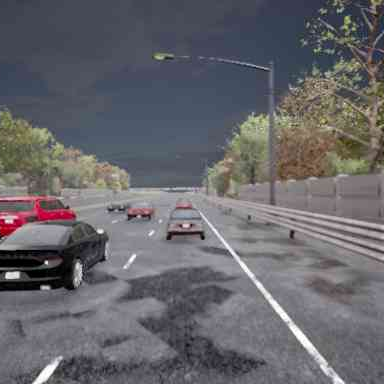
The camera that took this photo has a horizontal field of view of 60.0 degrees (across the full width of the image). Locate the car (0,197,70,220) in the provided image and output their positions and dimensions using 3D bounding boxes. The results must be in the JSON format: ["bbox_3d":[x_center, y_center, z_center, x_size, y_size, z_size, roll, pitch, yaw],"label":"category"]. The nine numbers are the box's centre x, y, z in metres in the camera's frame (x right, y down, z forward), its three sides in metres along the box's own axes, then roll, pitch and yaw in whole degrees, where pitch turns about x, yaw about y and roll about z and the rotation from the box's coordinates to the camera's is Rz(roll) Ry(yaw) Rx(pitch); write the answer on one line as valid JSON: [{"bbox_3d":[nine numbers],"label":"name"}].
[{"bbox_3d":[-7.290,1.246,15.862,2.150,2.045,5.566,-1,0,-2],"label":"car"}]

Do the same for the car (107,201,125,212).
[{"bbox_3d":[-7.831,1.589,36.370,1.895,1.301,4.718,-1,0,-2],"label":"car"}]

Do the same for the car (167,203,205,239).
[{"bbox_3d":[-0.321,1.501,17.002,2.033,1.411,5.357,-1,0,-1],"label":"car"}]

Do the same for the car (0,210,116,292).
[{"bbox_3d":[-3.596,1.485,9.043,1.882,1.535,5.008,-1,0,-2],"label":"car"}]

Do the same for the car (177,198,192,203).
[{"bbox_3d":[-0.988,1.477,41.982,1.994,1.385,4.181,-1,0,-1],"label":"car"}]

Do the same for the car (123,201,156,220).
[{"bbox_3d":[-4.092,1.567,27.471,1.895,1.301,4.718,-1,0,-2],"label":"car"}]
